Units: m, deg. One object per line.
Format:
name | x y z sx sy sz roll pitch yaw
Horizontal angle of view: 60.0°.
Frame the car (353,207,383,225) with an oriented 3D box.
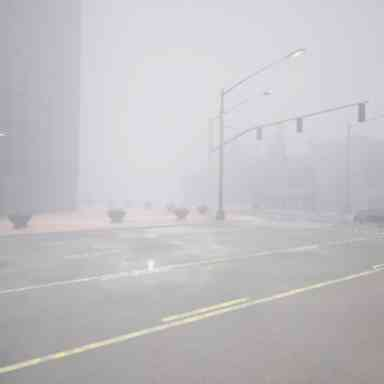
car | 14.252 1.788 24.644 4.181 1.385 1.994 0 0 38
